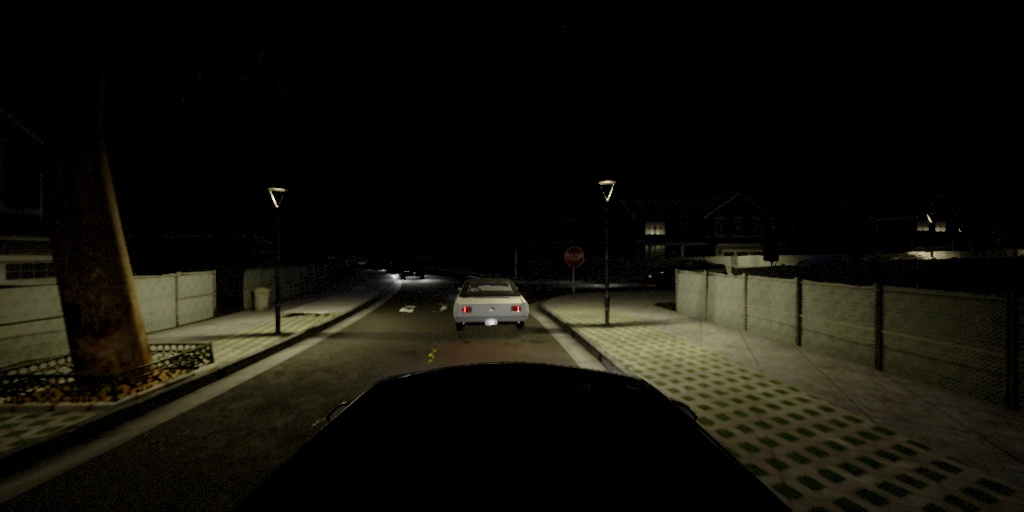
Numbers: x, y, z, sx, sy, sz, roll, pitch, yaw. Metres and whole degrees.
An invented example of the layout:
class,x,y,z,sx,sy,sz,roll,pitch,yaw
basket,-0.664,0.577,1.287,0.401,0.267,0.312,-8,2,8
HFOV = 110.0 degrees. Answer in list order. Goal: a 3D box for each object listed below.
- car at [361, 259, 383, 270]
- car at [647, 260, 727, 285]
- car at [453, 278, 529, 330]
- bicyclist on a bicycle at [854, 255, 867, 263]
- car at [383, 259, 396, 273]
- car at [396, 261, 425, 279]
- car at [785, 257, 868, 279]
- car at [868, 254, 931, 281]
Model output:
class,x,y,z,sx,sy,sz,roll,pitch,yaw
car,-19.731,1.233,51.871,2.033,1.411,5.357,0,0,-36
car,11.215,0.995,23.077,4.902,1.511,2.128,-1,1,-7
car,-0.724,1.335,11.042,1.895,1.301,4.718,0,0,-6
bicyclist on a bicycle,17.358,0.778,17.841,0.582,1.620,1.656,-1,0,-6
car,-13.201,1.286,41.291,1.895,1.301,4.718,0,0,-29
car,-9.039,1.201,32.149,1.837,1.490,4.892,0,0,-22
car,20.639,0.857,24.216,5.008,1.535,1.882,-1,1,-7
car,23.716,0.717,21.597,4.553,1.767,2.097,-1,1,-8
